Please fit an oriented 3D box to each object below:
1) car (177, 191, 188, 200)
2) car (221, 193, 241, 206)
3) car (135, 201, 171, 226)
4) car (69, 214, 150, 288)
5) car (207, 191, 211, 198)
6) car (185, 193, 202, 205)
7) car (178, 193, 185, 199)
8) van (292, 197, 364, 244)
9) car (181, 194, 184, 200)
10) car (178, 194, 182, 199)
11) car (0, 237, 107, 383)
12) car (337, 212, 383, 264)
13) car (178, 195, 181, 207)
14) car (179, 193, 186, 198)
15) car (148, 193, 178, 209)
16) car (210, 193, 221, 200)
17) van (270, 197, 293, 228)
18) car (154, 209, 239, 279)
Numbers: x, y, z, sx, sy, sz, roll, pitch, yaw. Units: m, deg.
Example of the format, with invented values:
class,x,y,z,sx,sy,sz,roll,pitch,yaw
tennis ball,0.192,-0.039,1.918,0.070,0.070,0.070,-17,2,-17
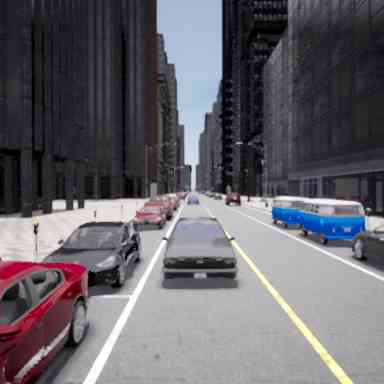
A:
class,x,y,z,sx,sy,sz,roll,pitch,yaw
car,-2.624,0.888,75.314,2.192,1.841,5.009,0,0,0
car,5.961,1.015,48.499,2.192,1.841,5.009,0,0,0
car,-2.500,1.465,20.370,1.802,1.307,4.206,0,0,0
car,-2.474,1.515,9.134,1.947,1.339,4.313,0,0,0
car,5.864,1.011,92.261,1.887,1.381,4.507,0,0,0
car,0.193,1.222,51.548,1.812,1.442,4.674,0,0,0
car,-2.648,1.041,86.418,1.752,1.417,4.829,0,0,0
van,6.037,1.237,14.787,1.690,1.788,3.998,0,0,0
car,-2.563,1.302,48.462,1.802,1.307,4.206,0,0,0
car,-2.550,1.334,42.843,1.802,1.307,4.206,0,0,0
car,-2.462,1.528,3.515,1.887,1.381,4.507,0,0,0
car,6.051,1.480,9.170,2.008,1.369,4.403,0,0,0
car,-2.538,1.329,37.225,1.887,1.381,4.507,0,0,0
car,-2.661,1.030,92.224,1.887,1.381,4.507,0,0,0
car,-2.513,1.165,25.987,2.192,1.841,5.009,0,0,0
car,5.902,1.104,75.354,2.008,1.369,4.403,0,0,0
van,6.025,1.204,20.405,1.690,1.788,3.998,0,0,0
car,0.186,1.484,10.150,2.033,1.411,5.357,0,0,0
